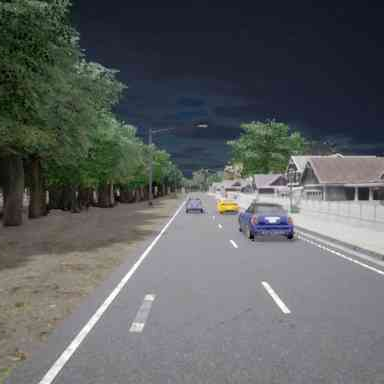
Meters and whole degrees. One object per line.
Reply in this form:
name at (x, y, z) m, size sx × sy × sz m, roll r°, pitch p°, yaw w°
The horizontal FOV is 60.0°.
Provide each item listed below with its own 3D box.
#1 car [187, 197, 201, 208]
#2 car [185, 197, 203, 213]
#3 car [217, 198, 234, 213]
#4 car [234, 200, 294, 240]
car at (0.280, 1.458, 47.167) m, size 1.994 × 1.385 × 4.181 m, roll 0°, pitch 0°, yaw 1°
car at (0.263, 1.496, 36.685) m, size 2.033 × 1.411 × 5.357 m, roll 0°, pitch 0°, yaw 0°
car at (3.759, 1.431, 35.587) m, size 1.882 × 1.535 × 5.008 m, roll 0°, pitch 0°, yaw 0°
car at (3.677, 1.351, 17.261) m, size 2.097 × 1.767 × 4.553 m, roll 0°, pitch 0°, yaw 0°
